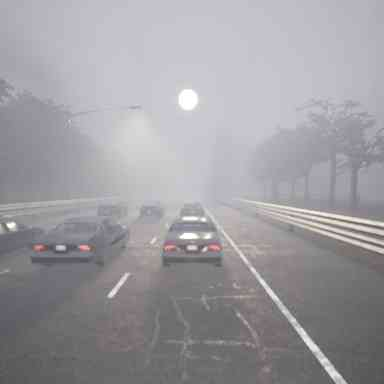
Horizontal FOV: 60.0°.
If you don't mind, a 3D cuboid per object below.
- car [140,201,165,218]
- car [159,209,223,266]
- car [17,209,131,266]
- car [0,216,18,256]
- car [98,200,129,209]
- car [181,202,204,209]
[{"bbox_3d":[-3.451,1.472,29.300,1.812,1.442,4.674,0,0,0],"label":"car"},{"bbox_3d":[0.027,1.530,11.379,2.033,1.411,5.357,0,0,1],"label":"car"},{"bbox_3d":[-3.473,1.530,11.369,2.033,1.411,5.357,0,0,1],"label":"car"},{"bbox_3d":[-6.973,1.530,11.377,2.033,1.411,5.357,0,0,1],"label":"car"},{"bbox_3d":[-6.949,1.424,29.710,1.882,1.535,5.008,0,1,0],"label":"car"},{"bbox_3d":[0.044,1.513,28.844,1.994,1.385,4.181,0,0,1],"label":"car"}]
